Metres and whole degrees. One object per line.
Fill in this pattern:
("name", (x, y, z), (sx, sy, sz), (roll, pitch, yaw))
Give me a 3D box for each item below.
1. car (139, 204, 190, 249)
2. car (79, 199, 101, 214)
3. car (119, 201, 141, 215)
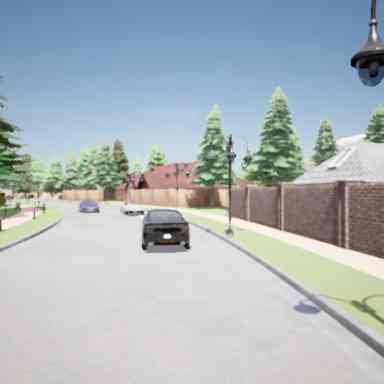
("car", (-1.265, 1.456, 14.554), (1.882, 1.535, 5.008), (0, 0, -9))
("car", (-11.011, 1.498, 35.586), (1.812, 1.442, 4.674), (0, 0, -23))
("car", (-6.046, 1.562, 33.093), (1.895, 1.301, 4.718), (0, 0, -20))
